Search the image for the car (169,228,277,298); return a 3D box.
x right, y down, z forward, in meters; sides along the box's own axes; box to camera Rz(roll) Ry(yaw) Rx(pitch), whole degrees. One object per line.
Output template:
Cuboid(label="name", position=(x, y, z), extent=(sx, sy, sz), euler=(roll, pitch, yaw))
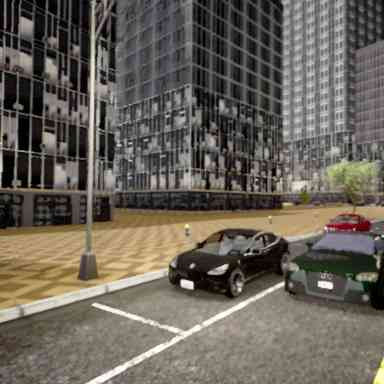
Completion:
Cuboid(label="car", position=(1.247, 1.696, 9.070), extent=(1.947, 1.339, 4.313), euler=(1, 0, 38))

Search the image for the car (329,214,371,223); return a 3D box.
Cuboid(label="car", position=(8.435, 1.829, 17.848), extent=(1.802, 1.307, 4.206), euler=(1, 0, 40))

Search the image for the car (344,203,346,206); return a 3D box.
Cuboid(label="car", position=(41.630, 3.042, 83.632), extent=(2.008, 1.369, 4.403), euler=(2, -2, -33))

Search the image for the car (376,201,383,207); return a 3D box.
Cuboid(label="car", position=(41.159, 2.630, 69.954), extent=(1.947, 1.339, 4.313), euler=(2, -2, -33))

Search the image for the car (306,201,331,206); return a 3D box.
Cuboid(label="car", position=(31.981, 2.957, 83.993), extent=(2.008, 1.369, 4.403), euler=(2, -2, -33))

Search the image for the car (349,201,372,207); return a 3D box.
Cuboid(label="car", position=(38.100, 2.729, 74.634), extent=(2.008, 1.369, 4.403), euler=(2, -2, -33))

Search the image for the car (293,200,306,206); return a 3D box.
Cuboid(label="car", position=(28.923, 2.960, 88.676), extent=(1.967, 1.590, 4.097), euler=(2, -2, -33))

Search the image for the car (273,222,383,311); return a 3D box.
Cuboid(label="car", position=(3.887, 1.677, 8.170), extent=(1.994, 1.385, 4.181), euler=(-1, -1, 39))
